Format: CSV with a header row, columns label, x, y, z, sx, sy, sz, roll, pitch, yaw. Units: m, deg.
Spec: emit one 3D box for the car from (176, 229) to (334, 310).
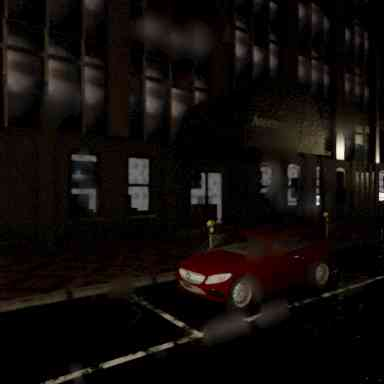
label,x,y,z,sx,sy,sz,roll,pitch,yaw
car,1.620,1.553,7.708,4.206,1.307,1.802,0,0,-35
